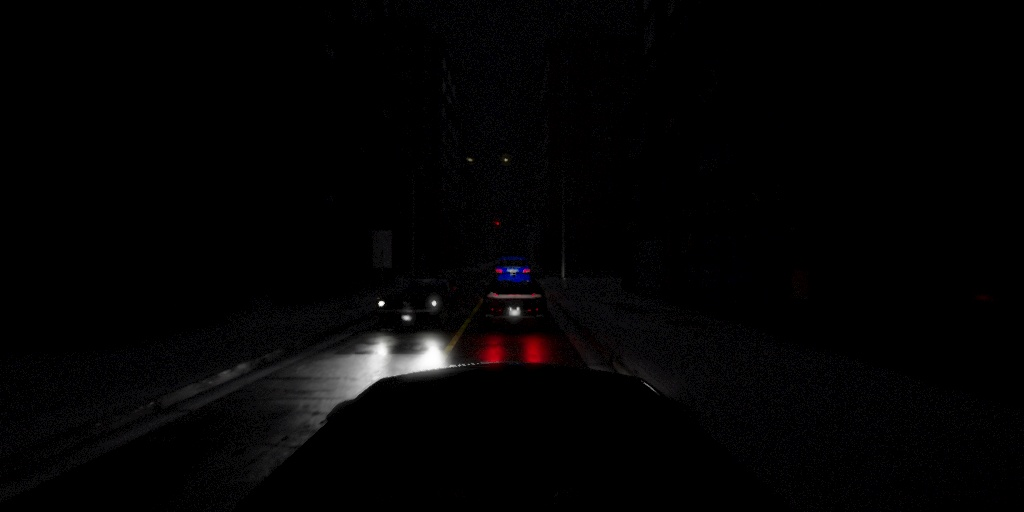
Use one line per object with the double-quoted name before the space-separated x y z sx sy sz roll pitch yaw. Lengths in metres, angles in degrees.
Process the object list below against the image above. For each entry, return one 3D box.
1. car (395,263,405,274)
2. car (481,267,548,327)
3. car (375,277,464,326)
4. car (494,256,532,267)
"car" -14.751 1.422 41.998 4.313 1.339 1.948 0 0 0
"car" 0.079 1.273 11.696 2.128 1.511 4.902 0 0 0
"car" -2.845 1.384 11.938 1.895 1.301 4.718 0 0 0
"car" 0.058 1.039 22.378 2.150 2.045 5.566 0 0 0
